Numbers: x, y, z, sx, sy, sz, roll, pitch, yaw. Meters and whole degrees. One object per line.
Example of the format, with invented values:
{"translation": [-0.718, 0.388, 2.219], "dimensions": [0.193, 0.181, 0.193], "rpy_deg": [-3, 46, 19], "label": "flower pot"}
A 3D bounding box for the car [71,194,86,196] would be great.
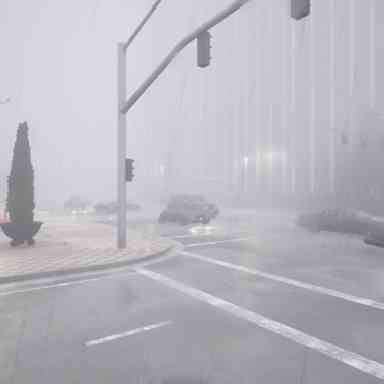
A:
{"translation": [-18.128, 1.317, 53.684], "dimensions": [2.150, 2.045, 5.566], "rpy_deg": [0, 0, -36], "label": "car"}

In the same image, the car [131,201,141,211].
{"translation": [-7.805, 1.601, 39.239], "dimensions": [1.895, 1.301, 4.718], "rpy_deg": [0, 0, -36], "label": "car"}

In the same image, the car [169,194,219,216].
{"translation": [-0.071, 1.225, 28.530], "dimensions": [2.150, 2.045, 5.566], "rpy_deg": [0, -1, -36], "label": "car"}

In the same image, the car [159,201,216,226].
{"translation": [-0.582, 1.563, 23.263], "dimensions": [1.994, 1.385, 4.181], "rpy_deg": [0, 0, -36], "label": "car"}

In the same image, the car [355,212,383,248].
{"translation": [8.555, 1.547, 10.798], "dimensions": [2.033, 1.411, 5.357], "rpy_deg": [0, 0, -36], "label": "car"}

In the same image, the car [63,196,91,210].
{"translation": [-15.349, 1.601, 43.733], "dimensions": [1.895, 1.301, 4.718], "rpy_deg": [0, 0, -36], "label": "car"}

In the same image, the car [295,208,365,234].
{"translation": [8.061, 1.547, 17.375], "dimensions": [2.033, 1.411, 5.357], "rpy_deg": [0, 0, -36], "label": "car"}

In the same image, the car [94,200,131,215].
{"translation": [-8.380, 1.601, 34.052], "dimensions": [1.895, 1.301, 4.718], "rpy_deg": [0, 0, -36], "label": "car"}
